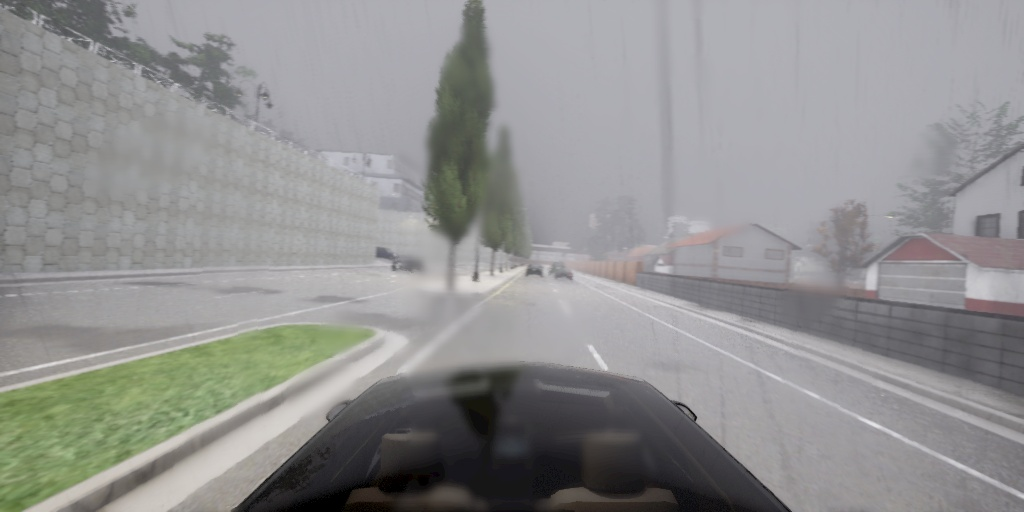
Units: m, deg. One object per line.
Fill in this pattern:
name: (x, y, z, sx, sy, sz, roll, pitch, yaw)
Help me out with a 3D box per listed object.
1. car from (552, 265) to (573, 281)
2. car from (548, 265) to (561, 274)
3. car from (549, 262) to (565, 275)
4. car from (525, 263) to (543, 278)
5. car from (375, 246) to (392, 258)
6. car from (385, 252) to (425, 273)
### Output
car: (6.154, 2.164, 42.856, 1.895, 1.301, 4.718, 4, 0, 4)
car: (7.600, 2.388, 64.430, 1.837, 1.490, 4.892, 4, 0, 4)
car: (6.981, 1.938, 54.376, 2.150, 2.045, 5.566, 4, -1, 4)
car: (2.821, 1.674, 44.895, 2.097, 1.767, 4.553, 4, 0, 4)
car: (-18.180, -0.394, 51.522, 4.553, 1.767, 2.097, 10, 0, 5)
car: (-9.653, 0.750, 33.582, 2.128, 1.511, 4.902, 4, 0, 4)
